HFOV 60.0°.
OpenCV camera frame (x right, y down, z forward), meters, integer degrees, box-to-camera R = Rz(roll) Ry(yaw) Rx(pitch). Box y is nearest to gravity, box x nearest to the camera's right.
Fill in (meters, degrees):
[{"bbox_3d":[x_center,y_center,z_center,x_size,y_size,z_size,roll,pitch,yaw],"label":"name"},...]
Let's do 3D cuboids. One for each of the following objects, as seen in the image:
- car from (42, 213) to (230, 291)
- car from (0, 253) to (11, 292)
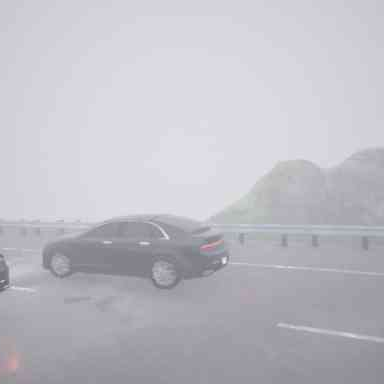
[{"bbox_3d":[-1.510,1.314,8.291,4.892,1.490,1.837,-1,2,24],"label":"car"},{"bbox_3d":[-5.719,1.502,6.303,4.902,1.511,2.128,-1,2,23],"label":"car"}]
